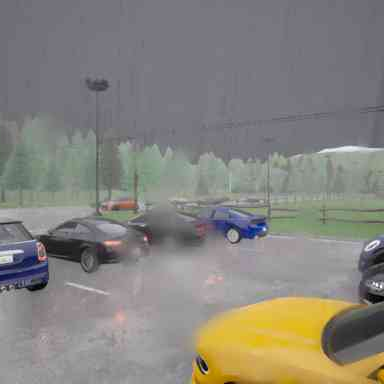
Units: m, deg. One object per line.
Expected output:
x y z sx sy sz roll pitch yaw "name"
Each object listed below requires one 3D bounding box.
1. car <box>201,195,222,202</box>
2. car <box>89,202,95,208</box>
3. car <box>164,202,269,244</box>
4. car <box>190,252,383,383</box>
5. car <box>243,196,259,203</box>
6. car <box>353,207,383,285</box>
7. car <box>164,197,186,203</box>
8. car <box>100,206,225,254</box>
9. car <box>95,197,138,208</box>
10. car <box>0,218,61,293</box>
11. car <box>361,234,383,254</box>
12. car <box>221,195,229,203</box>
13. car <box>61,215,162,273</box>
2.385 1.601 53.455 1.895 1.301 4.718 0 0 36 "car"
-11.950 1.564 45.629 1.994 1.385 4.181 0 0 35 "car"
1.164 1.478 15.996 5.008 1.535 1.882 0 0 36 "car"
2.289 1.478 2.362 5.008 1.535 1.882 0 0 35 "car"
11.770 1.525 66.211 1.812 1.442 4.674 0 0 37 "car"
6.524 1.352 7.937 4.553 1.767 2.097 0 0 35 "car"
-2.914 1.526 58.056 1.812 1.442 4.674 0 0 36 "car"
-1.356 1.505 13.502 4.892 1.490 1.837 0 0 36 "car"
-8.436 1.352 38.444 2.097 1.767 4.553 0 0 35 "car"
-5.400 1.352 7.785 4.553 1.767 2.097 0 0 36 "car"
5.069 1.492 4.677 4.902 1.511 2.128 0 0 35 "car"
6.027 1.500 70.167 1.837 1.490 4.892 0 0 36 "car"
-3.408 1.526 10.665 4.674 1.442 1.812 0 0 36 "car"
